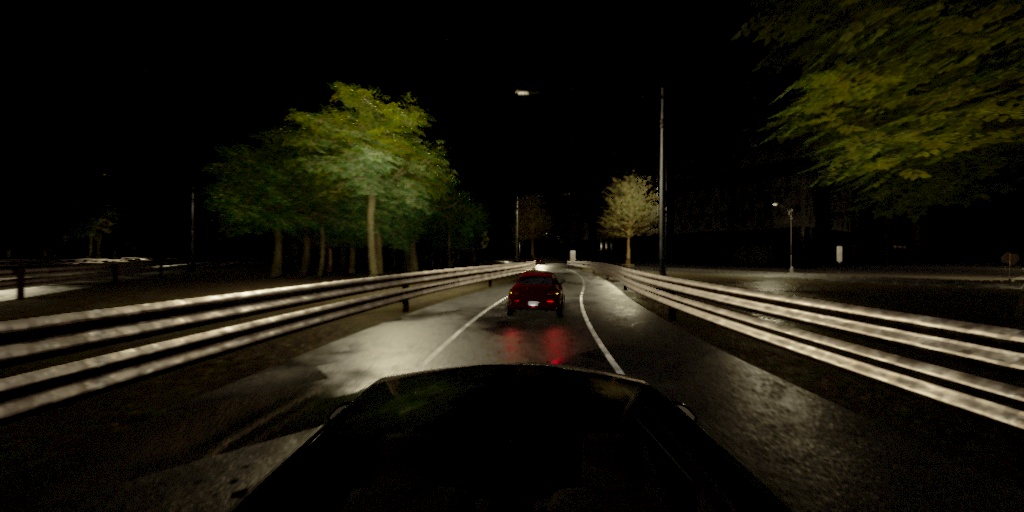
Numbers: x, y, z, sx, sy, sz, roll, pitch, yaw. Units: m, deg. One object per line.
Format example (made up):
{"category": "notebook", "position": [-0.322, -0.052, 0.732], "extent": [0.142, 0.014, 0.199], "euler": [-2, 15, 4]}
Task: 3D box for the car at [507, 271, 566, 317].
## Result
{"category": "car", "position": [0.979, 1.289, 13.214], "extent": [1.812, 1.442, 4.674], "euler": [0, 0, 8]}
